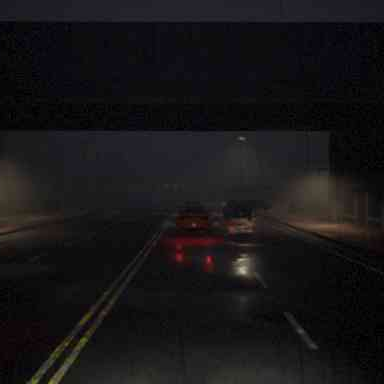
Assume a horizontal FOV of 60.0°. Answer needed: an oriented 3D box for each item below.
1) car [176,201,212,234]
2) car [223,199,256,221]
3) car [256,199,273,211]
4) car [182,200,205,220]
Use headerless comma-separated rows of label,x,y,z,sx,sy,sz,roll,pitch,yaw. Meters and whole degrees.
car,0.093,1.447,18.842,1.882,1.535,5.008,0,0,0
car,3.593,1.433,27.122,1.882,1.535,5.008,0,0,0
car,7.034,1.485,38.106,5.357,1.411,2.033,0,0,-42
car,0.073,1.480,28.172,1.812,1.442,4.674,0,0,-1
